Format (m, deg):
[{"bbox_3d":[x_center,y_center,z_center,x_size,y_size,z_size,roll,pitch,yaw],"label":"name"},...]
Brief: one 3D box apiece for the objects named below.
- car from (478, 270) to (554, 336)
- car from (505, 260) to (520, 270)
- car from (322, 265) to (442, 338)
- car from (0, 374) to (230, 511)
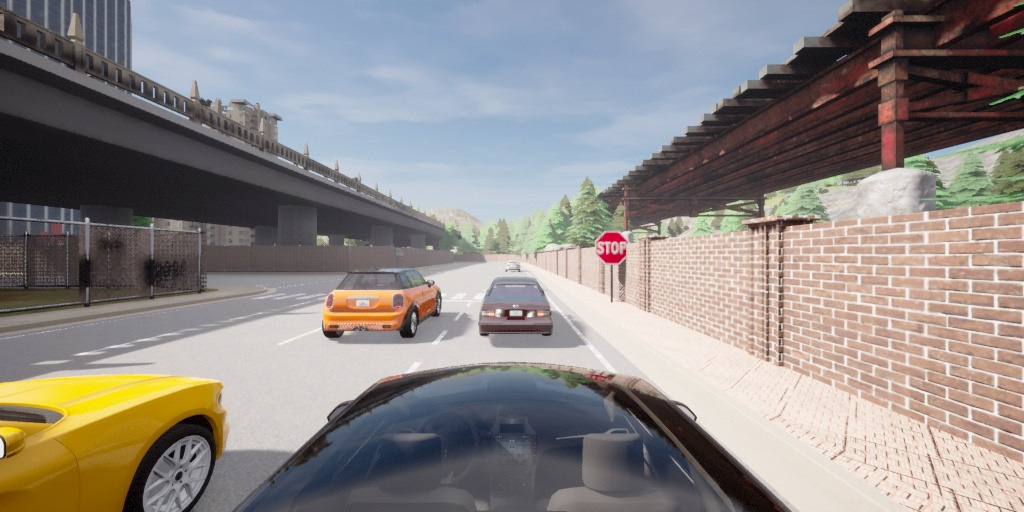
[{"bbox_3d":[0.088,1.297,10.345,2.033,1.411,5.357,0,0,0],"label":"car"},{"bbox_3d":[0.111,1.276,46.226,1.812,1.442,4.674,0,0,-1],"label":"car"},{"bbox_3d":[-3.414,1.102,10.326,2.097,1.767,4.553,0,0,0],"label":"car"},{"bbox_3d":[-3.397,1.228,1.069,1.882,1.535,5.008,0,0,0],"label":"car"}]
